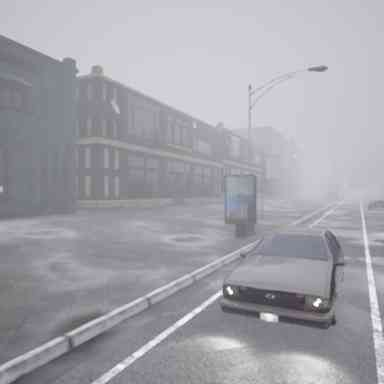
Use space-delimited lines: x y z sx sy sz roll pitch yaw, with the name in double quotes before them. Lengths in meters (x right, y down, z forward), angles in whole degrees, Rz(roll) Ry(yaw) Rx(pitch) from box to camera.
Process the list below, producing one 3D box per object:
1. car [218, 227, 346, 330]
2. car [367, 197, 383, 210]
"car" 2.381 1.534 7.488 2.033 1.411 5.357 0 0 27
"car" 21.239 1.257 38.062 1.812 1.442 4.674 0 1 27
